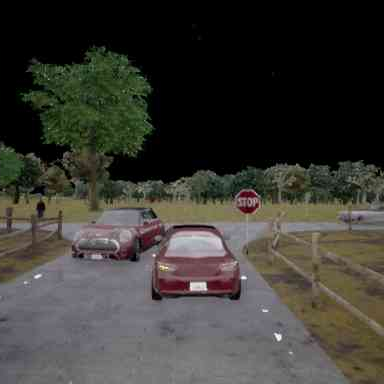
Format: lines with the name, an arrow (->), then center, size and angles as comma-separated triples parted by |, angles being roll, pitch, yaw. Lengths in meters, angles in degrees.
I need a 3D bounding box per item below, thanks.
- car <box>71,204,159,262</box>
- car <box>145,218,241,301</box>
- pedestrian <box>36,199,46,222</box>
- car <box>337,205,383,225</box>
car -> -2.499, 1.374, 12.271 | 2.097, 1.767, 4.553 | 0, 0, 10
car -> 0.037, 1.540, 8.279 | 1.812, 1.442, 4.674 | 0, 0, -2
pedestrian -> -12.158, 1.441, 26.700 | 0.375, 1.860, 0.375 | 0, -1, 0
car -> 12.977, 1.613, 23.671 | 4.718, 1.301, 1.895 | 0, -2, 0
